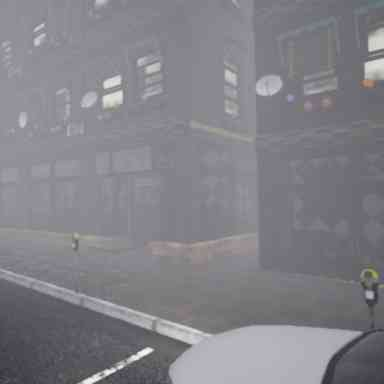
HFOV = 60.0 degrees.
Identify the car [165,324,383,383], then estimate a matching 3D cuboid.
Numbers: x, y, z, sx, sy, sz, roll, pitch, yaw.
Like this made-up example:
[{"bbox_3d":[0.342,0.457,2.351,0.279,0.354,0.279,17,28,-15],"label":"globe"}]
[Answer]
[{"bbox_3d":[1.850,1.544,1.893,4.674,1.442,1.812,0,0,37],"label":"car"}]
